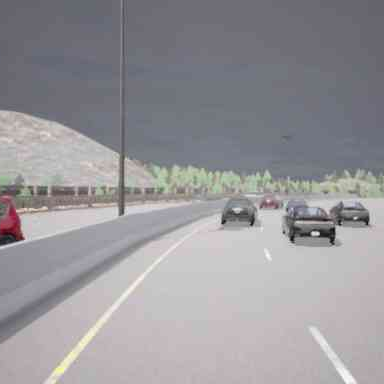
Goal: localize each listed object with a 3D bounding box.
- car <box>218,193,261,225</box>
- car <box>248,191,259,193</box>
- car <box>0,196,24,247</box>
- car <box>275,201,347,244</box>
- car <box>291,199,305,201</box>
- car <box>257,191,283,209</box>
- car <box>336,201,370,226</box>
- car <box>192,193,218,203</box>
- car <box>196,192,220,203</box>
[{"bbox_3d":[3.332,1.197,22.629,2.097,1.767,4.553,0,0,14],"label":"car"},{"bbox_3d":[10.405,0.844,55.443,2.150,2.045,5.566,0,0,34],"label":"car"},{"bbox_3d":[-6.554,1.138,8.216,2.150,2.045,5.566,0,0,5],"label":"car"},{"bbox_3d":[5.242,1.397,15.346,2.128,1.511,4.902,0,0,10],"label":"car"},{"bbox_3d":[10.638,1.355,33.383,1.994,1.385,4.181,0,0,22],"label":"car"},{"bbox_3d":[9.548,1.095,39.461,2.097,1.767,4.553,0,0,25],"label":"car"},{"bbox_3d":[10.472,1.364,22.338,2.128,1.511,4.902,0,0,15],"label":"car"},{"bbox_3d":[1.764,1.148,47.778,2.128,1.511,4.902,0,0,28],"label":"car"},{"bbox_3d":[2.744,0.947,56.488,2.097,1.767,4.553,0,1,32],"label":"car"}]
